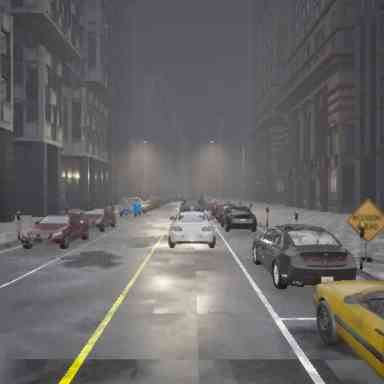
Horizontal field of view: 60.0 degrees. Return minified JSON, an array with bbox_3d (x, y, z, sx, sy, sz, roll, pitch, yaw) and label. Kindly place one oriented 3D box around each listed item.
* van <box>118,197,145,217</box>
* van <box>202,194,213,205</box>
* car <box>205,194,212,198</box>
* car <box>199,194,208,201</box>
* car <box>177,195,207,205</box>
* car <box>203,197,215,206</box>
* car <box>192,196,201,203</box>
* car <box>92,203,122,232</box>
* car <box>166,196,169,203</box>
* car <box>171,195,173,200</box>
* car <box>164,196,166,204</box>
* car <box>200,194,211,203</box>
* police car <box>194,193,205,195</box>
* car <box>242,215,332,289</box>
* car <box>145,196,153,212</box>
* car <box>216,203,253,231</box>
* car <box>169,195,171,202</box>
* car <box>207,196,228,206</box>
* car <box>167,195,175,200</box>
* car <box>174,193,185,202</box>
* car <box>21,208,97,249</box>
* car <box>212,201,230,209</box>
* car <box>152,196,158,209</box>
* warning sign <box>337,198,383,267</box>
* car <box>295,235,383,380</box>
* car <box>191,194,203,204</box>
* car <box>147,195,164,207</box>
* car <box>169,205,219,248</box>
[{"bbox_3d":[-5.765,1.342,31.358,1.690,1.788,3.998,0,0,0],"label":"van"},{"bbox_3d":[2.760,1.350,59.382,1.690,1.788,3.998,0,0,0],"label":"van"},{"bbox_3d":[2.760,1.444,42.576,1.967,1.590,4.097,0,0,0],"label":"car"},{"bbox_3d":[2.759,1.339,81.788,2.192,1.841,5.009,0,0,0],"label":"car"},{"bbox_3d":[0.000,1.368,29.621,2.097,1.767,4.553,0,0,0],"label":"car"},{"bbox_3d":[2.760,1.532,53.950,1.752,1.417,4.829,0,0,0],"label":"car"},{"bbox_3d":[0.900,1.541,68.620,1.812,1.442,4.674,0,0,0],"label":"car"},{"bbox_3d":[-5.764,1.581,20.153,1.802,1.307,4.206,0,0,0],"label":"car"},{"bbox_3d":[-5.765,1.449,59.368,1.967,1.590,4.097,0,0,0],"label":"car"},{"bbox_3d":[-5.765,1.581,70.572,1.947,1.339,4.313,0,0,0],"label":"car"},{"bbox_3d":[-5.765,1.589,53.766,1.802,1.307,4.206,0,0,0],"label":"car"},{"bbox_3d":[2.759,1.330,70.585,2.192,1.841,5.009,0,0,0],"label":"car"},{"bbox_3d":[0.900,1.432,52.730,1.930,1.638,5.238,0,0,0],"label":"police car"},{"bbox_3d":[2.761,1.549,8.966,2.008,1.369,4.403,0,0,0],"label":"car"},{"bbox_3d":[-5.765,1.528,36.790,1.752,1.417,4.829,0,0,0],"label":"car"},{"bbox_3d":[2.761,1.565,20.170,1.947,1.339,4.313,0,0,0],"label":"car"},{"bbox_3d":[-5.765,1.563,64.970,2.008,1.369,4.403,0,0,0],"label":"car"},{"bbox_3d":[2.760,1.441,31.373,1.967,1.590,4.097,0,0,0],"label":"car"},{"bbox_3d":[-5.765,1.579,92.981,1.887,1.381,4.507,0,0,0],"label":"car"},{"bbox_3d":[-3.000,1.441,76.709,1.882,1.535,5.008,0,0,0],"label":"car"},{"bbox_3d":[-5.764,1.581,14.551,1.802,1.307,4.206,0,0,0],"label":"car"},{"bbox_3d":[2.761,1.582,25.772,1.802,1.307,4.206,0,0,0],"label":"car"},{"bbox_3d":[-5.764,1.586,42.561,1.802,1.307,4.206,0,0,0],"label":"car"},{"bbox_3d":[5.070,1.114,9.616,1.300,1.860,1.060,0,0,0],"label":"warning sign"},{"bbox_3d":[2.761,1.524,3.535,1.752,1.417,4.829,0,0,0],"label":"car"},{"bbox_3d":[0.900,1.362,62.591,2.097,1.767,4.553,0,0,0],"label":"car"},{"bbox_3d":[-5.765,1.320,48.164,2.192,1.841,5.009,0,0,0],"label":"car"},{"bbox_3d":[0.000,1.533,14.651,1.812,1.442,4.674,0,0,0],"label":"car"}]
